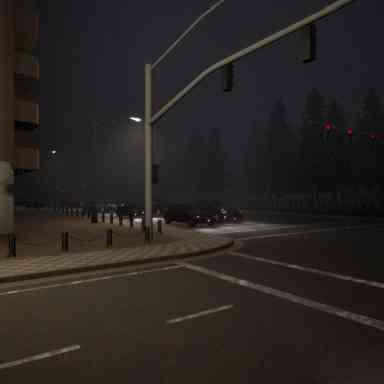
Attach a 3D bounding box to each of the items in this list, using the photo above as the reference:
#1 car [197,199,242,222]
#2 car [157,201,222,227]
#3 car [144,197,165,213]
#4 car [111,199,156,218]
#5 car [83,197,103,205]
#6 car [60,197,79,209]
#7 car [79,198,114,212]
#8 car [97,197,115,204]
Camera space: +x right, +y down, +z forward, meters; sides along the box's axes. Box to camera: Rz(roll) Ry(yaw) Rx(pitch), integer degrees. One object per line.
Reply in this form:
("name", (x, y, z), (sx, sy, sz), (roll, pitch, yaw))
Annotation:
("car", (1.862, 1.407, 26.439), (2.097, 1.767, 4.553), (0, 0, -36))
("car", (-0.319, 1.581, 23.508), (1.812, 1.442, 4.674), (0, 0, -37))
("car", (-3.374, 1.547, 33.709), (2.128, 1.511, 4.902), (0, 0, -36))
("car", (-5.435, 1.619, 30.577), (1.994, 1.385, 4.181), (0, 0, -36))
("car", (-18.015, 1.656, 60.365), (1.895, 1.301, 4.718), (0, 0, -36))
("car", (-17.286, 1.533, 47.108), (1.882, 1.535, 5.008), (0, 0, -35))
("car", (-11.177, 1.656, 38.562), (1.895, 1.301, 4.718), (0, 0, -36))
("car", (-16.689, 1.656, 64.485), (1.895, 1.301, 4.718), (0, 0, -36))
